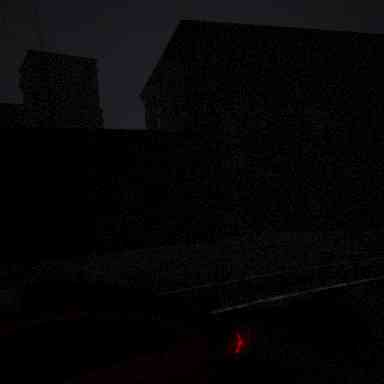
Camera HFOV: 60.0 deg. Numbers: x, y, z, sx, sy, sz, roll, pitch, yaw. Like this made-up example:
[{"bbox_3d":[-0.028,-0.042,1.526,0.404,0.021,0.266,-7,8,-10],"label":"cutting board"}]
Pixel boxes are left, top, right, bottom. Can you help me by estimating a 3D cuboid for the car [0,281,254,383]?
[{"bbox_3d":[-1.498,1.564,2.696,4.181,1.385,1.994,0,0,-33],"label":"car"}]
